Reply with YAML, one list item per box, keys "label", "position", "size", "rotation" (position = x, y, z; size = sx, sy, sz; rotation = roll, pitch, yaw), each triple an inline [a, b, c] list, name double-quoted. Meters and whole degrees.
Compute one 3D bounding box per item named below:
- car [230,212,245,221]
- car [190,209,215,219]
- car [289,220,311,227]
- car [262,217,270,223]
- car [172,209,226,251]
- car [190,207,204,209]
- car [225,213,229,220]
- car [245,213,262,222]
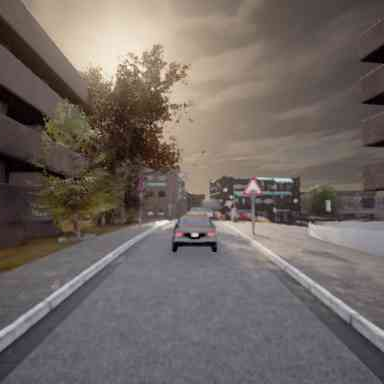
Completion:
- label: "car"
  position: [7.820, 4.999, 67.355]
  size: [2.185, 1.767, 4.553]
  rotation: [7, -6, -30]
- label: "car"
  position: [1.968, 4.421, 66.284]
  size: [2.435, 2.045, 5.566]
  rotation: [3, -5, -30]
- label: "car"
  position: [22.621, 6.697, 69.940]
  size: [2.002, 1.452, 4.674]
  rotation: [8, -6, -29]
- label: "car"
  position: [13.650, 5.746, 68.591]
  size: [1.946, 1.575, 5.366]
  rotation: [8, -6, -30]
- label: "car"
  position: [0.118, 1.677, 14.599]
  size: [2.033, 1.411, 5.357]
  rotation: [0, -1, 0]
- label: "car"
  position: [0.515, 2.287, 32.164]
  size: [2.097, 1.767, 4.553]
  rotation: [0, -4, 2]
- label: "car"
  position: [4.847, 4.733, 66.864]
  size: [2.185, 1.767, 4.553]
  rotation: [5, -6, -31]
- label: "car"
  position: [10.817, 5.185, 67.909]
  size: [2.435, 2.045, 5.566]
  rotation: [8, -6, -30]
